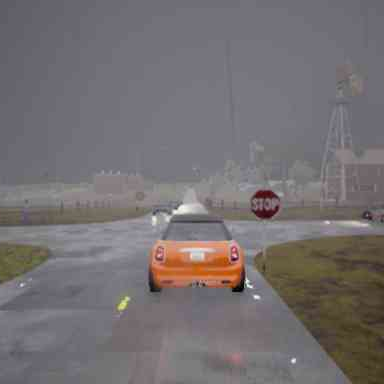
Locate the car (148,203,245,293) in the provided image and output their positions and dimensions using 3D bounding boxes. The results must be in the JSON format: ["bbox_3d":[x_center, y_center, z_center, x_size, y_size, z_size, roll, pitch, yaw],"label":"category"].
[{"bbox_3d":[0.107,1.354,9.036,2.097,1.767,4.553,0,0,0],"label":"car"}]

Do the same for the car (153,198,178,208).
[{"bbox_3d":[-2.856,1.600,33.944,2.033,1.411,5.357,0,0,1],"label":"car"}]

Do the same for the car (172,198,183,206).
[{"bbox_3d":[-2.738,1.842,63.041,1.994,1.385,4.181,0,-1,0],"label":"car"}]

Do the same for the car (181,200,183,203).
[{"bbox_3d":[-2.790,1.724,53.063,2.033,1.411,5.357,0,-1,0],"label":"car"}]

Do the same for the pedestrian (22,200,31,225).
[{"bbox_3d":[-12.134,1.456,24.423,0.375,1.860,0.375,0,2,0],"label":"pedestrian"}]

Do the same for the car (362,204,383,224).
[{"bbox_3d":[13.210,1.265,21.268,4.181,1.385,1.994,-1,1,1],"label":"car"}]

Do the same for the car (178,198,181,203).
[{"bbox_3d":[-2.804,1.665,43.239,1.994,1.385,4.181,0,0,0],"label":"car"}]
